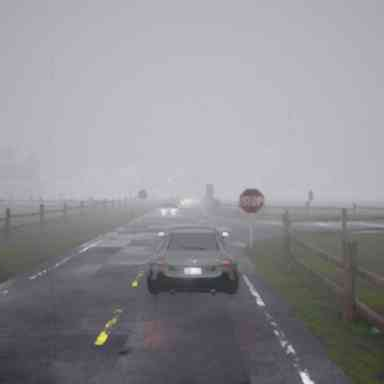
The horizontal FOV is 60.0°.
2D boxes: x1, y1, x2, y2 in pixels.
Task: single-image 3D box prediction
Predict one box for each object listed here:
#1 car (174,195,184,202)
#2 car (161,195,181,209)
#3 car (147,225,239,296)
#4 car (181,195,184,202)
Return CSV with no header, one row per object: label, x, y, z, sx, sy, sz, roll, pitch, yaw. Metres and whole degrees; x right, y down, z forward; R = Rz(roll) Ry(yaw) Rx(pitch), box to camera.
car,-2.735,1.342,70.899,1.895,1.301,4.718,0,0,0
car,-2.835,1.435,42.244,1.994,1.385,4.181,0,0,0
car,0.036,1.541,8.648,1.994,1.385,4.181,0,0,0
car,-2.821,1.371,55.146,2.033,1.411,5.357,0,0,0
